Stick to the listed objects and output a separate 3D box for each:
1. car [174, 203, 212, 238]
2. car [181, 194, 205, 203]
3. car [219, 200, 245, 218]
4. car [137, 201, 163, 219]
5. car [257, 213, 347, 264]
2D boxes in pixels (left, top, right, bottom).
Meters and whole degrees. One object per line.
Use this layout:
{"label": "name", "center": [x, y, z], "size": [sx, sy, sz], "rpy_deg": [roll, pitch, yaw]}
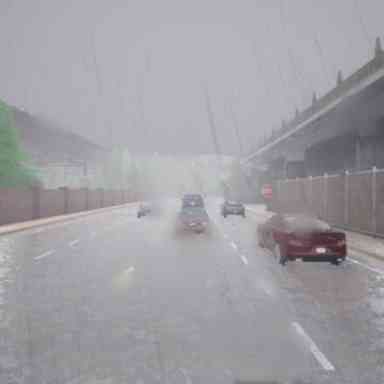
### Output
{"label": "car", "center": [0.071, 1.531, 17.626], "size": [2.033, 1.411, 5.357], "rpy_deg": [0, 0, 1]}
{"label": "car", "center": [0.075, 1.195, 32.691], "size": [2.150, 2.045, 5.566], "rpy_deg": [0, 0, 0]}
{"label": "car", "center": [3.576, 1.466, 29.885], "size": [2.128, 1.511, 4.902], "rpy_deg": [0, 0, 0]}
{"label": "car", "center": [-3.580, 1.501, 29.139], "size": [1.812, 1.442, 4.674], "rpy_deg": [0, 0, 0]}
{"label": "car", "center": [3.591, 1.467, 11.741], "size": [1.882, 1.535, 5.008], "rpy_deg": [0, 0, 0]}
